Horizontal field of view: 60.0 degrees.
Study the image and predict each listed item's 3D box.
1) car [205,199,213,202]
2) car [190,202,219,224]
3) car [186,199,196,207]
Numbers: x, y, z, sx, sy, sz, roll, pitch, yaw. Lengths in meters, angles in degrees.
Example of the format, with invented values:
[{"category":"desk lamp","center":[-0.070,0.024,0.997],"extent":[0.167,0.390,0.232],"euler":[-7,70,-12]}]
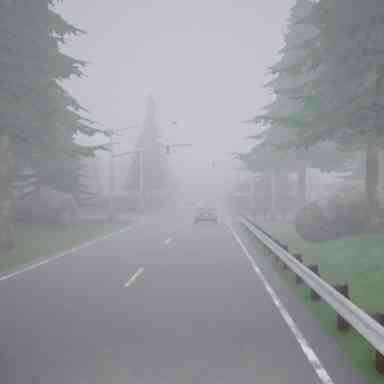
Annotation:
[{"category":"car","center":[3.943,2.233,76.851],"extent":[1.895,1.301,4.718],"euler":[0,-1,3]},{"category":"car","center":[1.175,1.806,27.020],"extent":[2.033,1.411,5.357],"euler":[0,0,4]},{"category":"car","center":[-0.164,2.113,66.223],"extent":[1.882,1.535,5.008],"euler":[0,0,3]}]
